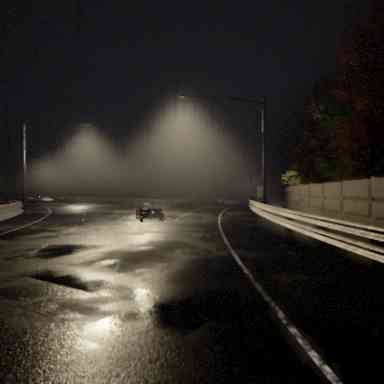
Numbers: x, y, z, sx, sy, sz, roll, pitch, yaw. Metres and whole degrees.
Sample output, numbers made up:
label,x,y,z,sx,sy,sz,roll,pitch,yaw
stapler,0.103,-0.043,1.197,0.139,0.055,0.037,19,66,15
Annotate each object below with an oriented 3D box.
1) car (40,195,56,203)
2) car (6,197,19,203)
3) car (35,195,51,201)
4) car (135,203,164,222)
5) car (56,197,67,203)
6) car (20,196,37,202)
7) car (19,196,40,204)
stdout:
label,x,y,z,sx,sy,sz,roll,pitch,yaw
car,-32.855,1.808,74.220,1.895,1.301,4.718,0,0,-45
car,-42.082,1.800,78.463,4.674,1.442,1.812,0,0,40
car,-37.535,1.577,83.791,4.892,1.490,1.837,0,0,40
car,-3.526,1.570,27.107,2.033,1.411,5.357,0,0,-15
car,-30.587,1.743,76.903,1.994,1.385,4.181,0,0,-45
car,-39.924,1.688,81.232,4.718,1.301,1.895,0,0,40
car,-34.841,1.781,71.217,1.994,1.385,4.181,0,0,-45
